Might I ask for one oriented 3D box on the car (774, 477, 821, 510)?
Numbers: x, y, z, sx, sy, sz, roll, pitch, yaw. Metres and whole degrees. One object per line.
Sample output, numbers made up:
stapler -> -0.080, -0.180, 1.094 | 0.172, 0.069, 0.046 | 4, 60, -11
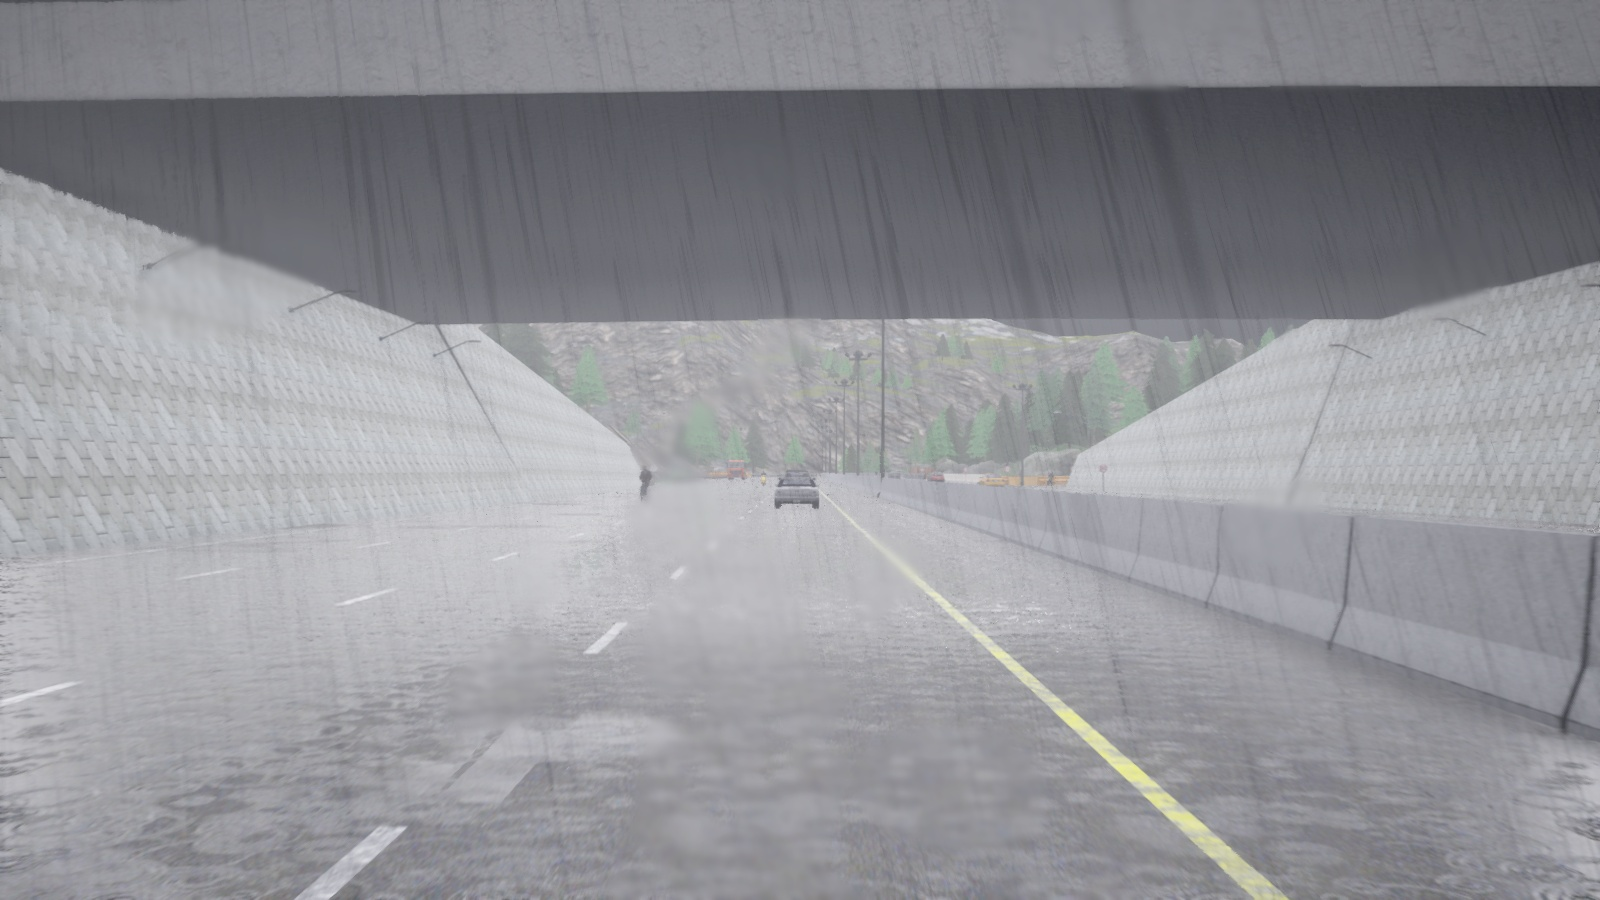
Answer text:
car -> -0.117, 1.801, 52.888 | 1.895, 1.301, 4.718 | 0, -1, 0

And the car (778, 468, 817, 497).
car -> -0.147, 1.920, 75.311 | 2.242, 1.667, 4.611 | 0, -1, 0
